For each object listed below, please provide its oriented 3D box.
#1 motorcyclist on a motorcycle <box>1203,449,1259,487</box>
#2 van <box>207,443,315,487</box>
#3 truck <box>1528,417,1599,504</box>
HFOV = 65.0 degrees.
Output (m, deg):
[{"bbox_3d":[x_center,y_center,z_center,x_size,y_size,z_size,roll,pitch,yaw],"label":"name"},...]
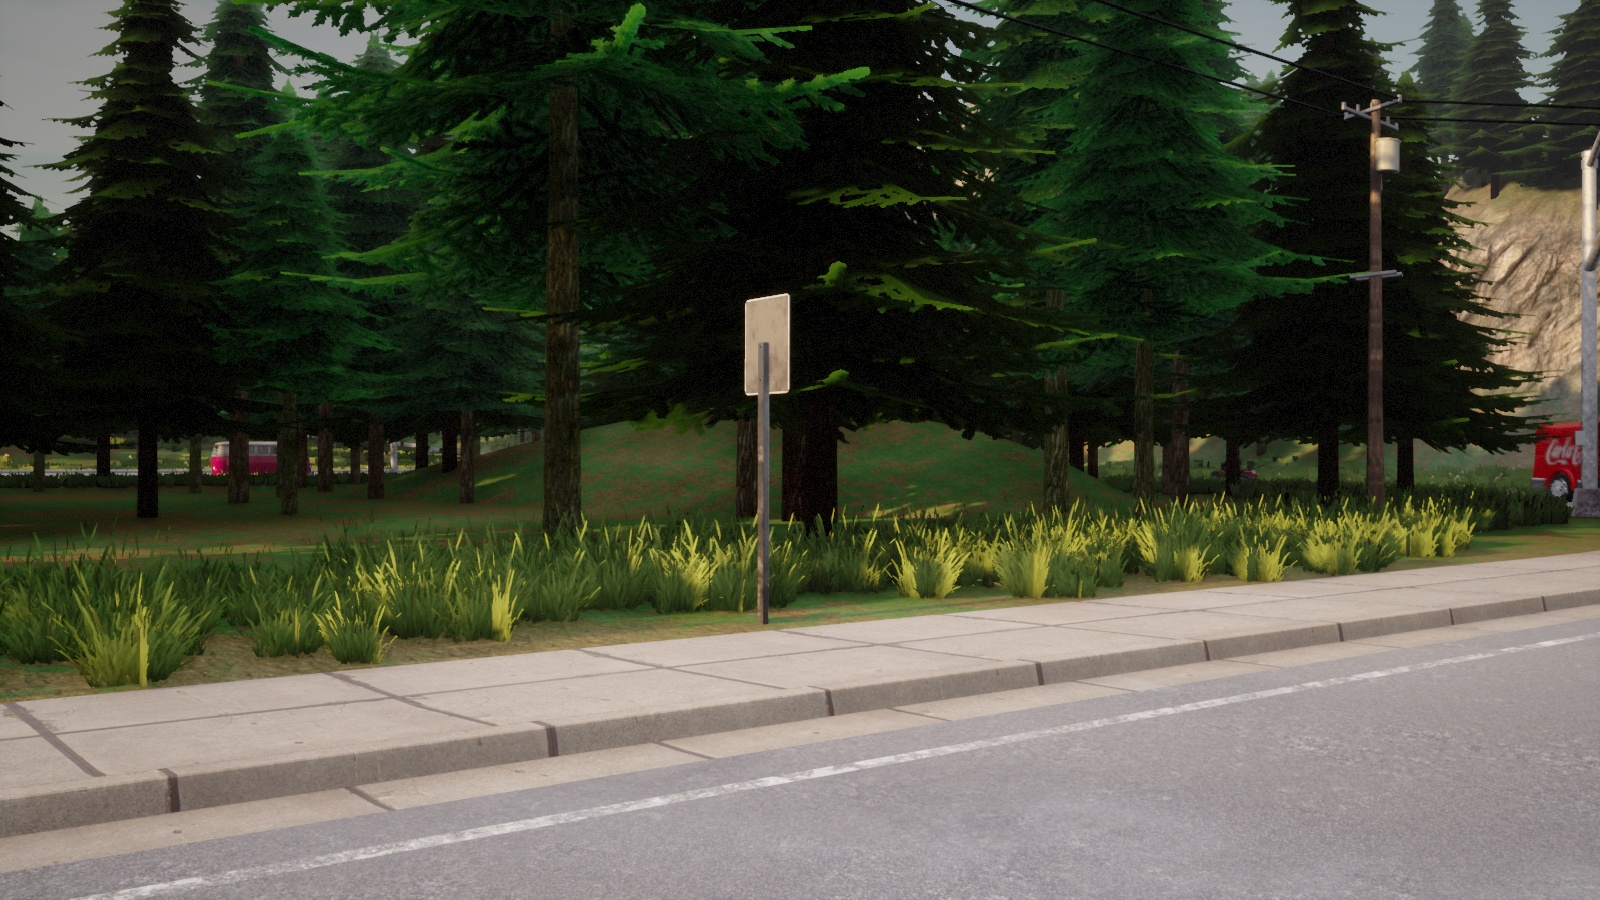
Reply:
[{"bbox_3d":[19.341,0.790,56.396,0.766,1.649,2.350,0,0,-38],"label":"motorcyclist on a motorcycle"},{"bbox_3d":[-25.500,0.696,59.442,4.442,1.987,1.775,0,0,-35],"label":"van"},{"bbox_3d":[23.988,0.289,36.281,2.627,2.467,5.204,0,0,-4],"label":"truck"}]
